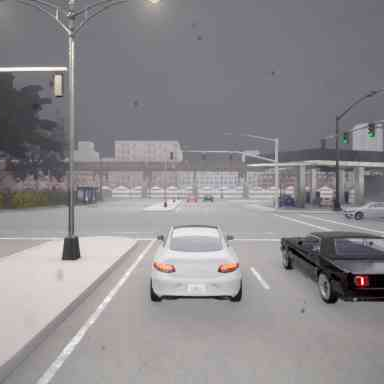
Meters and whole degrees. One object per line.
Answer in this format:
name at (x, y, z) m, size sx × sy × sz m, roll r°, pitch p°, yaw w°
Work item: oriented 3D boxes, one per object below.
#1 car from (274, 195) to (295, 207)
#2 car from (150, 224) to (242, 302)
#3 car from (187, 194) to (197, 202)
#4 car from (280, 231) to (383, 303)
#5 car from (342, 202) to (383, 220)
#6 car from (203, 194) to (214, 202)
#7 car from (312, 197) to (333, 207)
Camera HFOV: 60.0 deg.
car at (13.229, 1.261, 47.671) m, size 2.242 × 1.667 × 4.611 m, roll 0°, pitch 0°, yaw 0°
car at (0.085, 1.516, 8.133) m, size 1.812 × 1.442 × 4.674 m, roll 0°, pitch 0°, yaw 0°
car at (0.026, 1.249, 72.320) m, size 2.097 × 1.767 × 4.553 m, roll 0°, pitch 0°, yaw 0°
car at (3.590, 1.599, 8.116) m, size 1.895 × 1.301 × 4.718 m, roll 0°, pitch 0°, yaw 0°
car at (14.898, 1.523, 27.487) m, size 4.674 × 1.442 × 1.812 m, roll 0°, pitch 0°, yaw -1°
car at (3.526, 1.256, 72.319) m, size 2.097 × 1.767 × 4.553 m, roll 0°, pitch 0°, yaw 0°
car at (18.973, 1.434, 48.432) m, size 1.970 × 1.475 × 3.806 m, roll 0°, pitch 0°, yaw 0°
